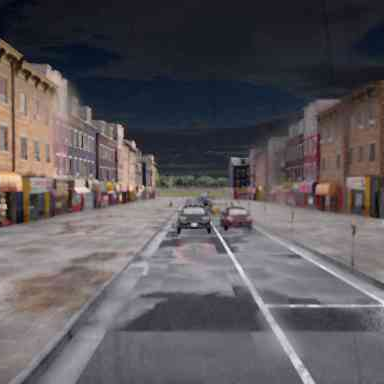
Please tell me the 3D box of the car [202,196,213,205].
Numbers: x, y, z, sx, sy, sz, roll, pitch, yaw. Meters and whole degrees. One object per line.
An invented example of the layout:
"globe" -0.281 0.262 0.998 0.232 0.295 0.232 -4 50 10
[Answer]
"car" 2.672 1.496 59.015 1.802 1.307 4.206 -1 0 0

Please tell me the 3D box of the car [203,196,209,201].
"car" 2.653 1.495 36.886 2.008 1.369 4.403 -1 0 0

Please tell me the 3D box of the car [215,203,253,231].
"car" 2.640 1.550 20.288 1.802 1.307 4.206 -1 0 0

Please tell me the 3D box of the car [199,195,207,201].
"car" 2.689 1.412 81.316 1.752 1.417 4.829 -1 0 0

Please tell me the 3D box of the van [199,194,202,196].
"van" 2.676 1.241 70.080 1.690 1.788 3.998 -1 0 0

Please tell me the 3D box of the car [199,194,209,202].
"car" 2.682 1.333 75.613 1.967 1.590 4.097 -1 0 0

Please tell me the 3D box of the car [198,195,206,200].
"car" 2.695 1.446 86.678 1.947 1.339 4.313 -1 0 0

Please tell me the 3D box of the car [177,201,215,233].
"car" 0.109 1.495 19.278 1.812 1.442 4.674 0 0 0

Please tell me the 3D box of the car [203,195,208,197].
"car" 2.662 1.495 47.950 1.947 1.339 4.313 -1 0 0

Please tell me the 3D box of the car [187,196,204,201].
"car" 0.129 1.490 37.581 2.033 1.411 5.357 0 0 0

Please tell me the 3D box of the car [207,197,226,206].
"car" 2.648 1.477 31.523 1.752 1.417 4.829 -1 0 0

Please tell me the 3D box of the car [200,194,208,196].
"car" 2.667 1.488 53.483 1.947 1.339 4.313 -1 0 0
